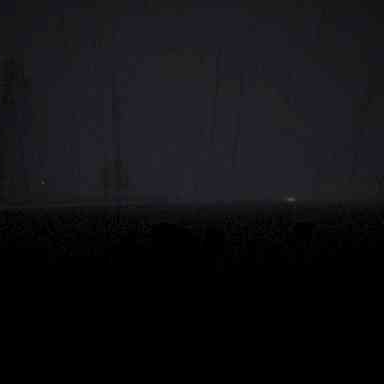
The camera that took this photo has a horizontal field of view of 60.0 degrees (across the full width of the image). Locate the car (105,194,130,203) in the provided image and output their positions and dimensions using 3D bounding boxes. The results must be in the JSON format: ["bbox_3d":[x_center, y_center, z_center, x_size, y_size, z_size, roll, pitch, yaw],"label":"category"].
[{"bbox_3d":[-13.242,1.151,59.388,2.128,1.511,4.902,1,1,39],"label":"car"}]
